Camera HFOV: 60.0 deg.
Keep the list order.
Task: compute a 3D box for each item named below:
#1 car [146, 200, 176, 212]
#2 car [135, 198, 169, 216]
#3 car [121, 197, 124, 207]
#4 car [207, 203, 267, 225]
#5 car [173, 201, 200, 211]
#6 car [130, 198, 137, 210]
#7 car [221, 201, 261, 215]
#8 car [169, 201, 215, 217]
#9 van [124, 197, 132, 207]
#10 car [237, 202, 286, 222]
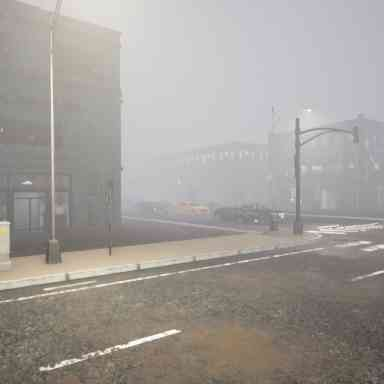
[{"bbox_3d":[-4.520,1.931,48.089,2.128,1.511,4.902,-1,0,-35],"label":"car"},{"bbox_3d":[-4.433,1.845,37.956,1.967,1.590,4.097,-1,0,-35],"label":"car"},{"bbox_3d":[-13.639,1.939,65.370,2.192,1.841,5.009,-1,0,-35],"label":"car"},{"bbox_3d":[3.510,1.814,26.575,1.947,1.339,4.313,-1,0,-35],"label":"car"},{"bbox_3d":[-0.805,1.965,47.324,1.802,1.307,4.206,-2,0,-35],"label":"car"},{"bbox_3d":[-6.105,1.930,44.821,1.882,1.535,5.008,-1,0,-35],"label":"car"},{"bbox_3d":[5.606,1.809,38.301,2.008,1.369,4.403,-2,0,-35],"label":"car"},{"bbox_3d":[-0.111,1.813,36.372,1.882,1.535,5.008,-1,0,-36],"label":"car"},{"bbox_3d":[-10.431,1.906,60.859,1.690,1.788,3.998,-1,0,-35],"label":"van"},{"bbox_3d":[5.686,1.713,28.208,2.128,1.511,4.902,-1,0,-35],"label":"car"}]
